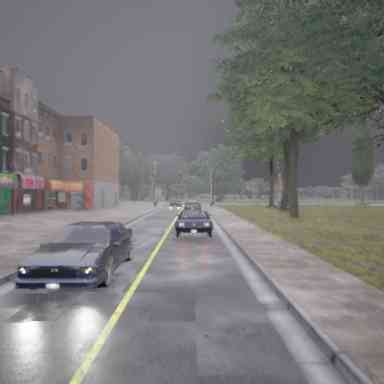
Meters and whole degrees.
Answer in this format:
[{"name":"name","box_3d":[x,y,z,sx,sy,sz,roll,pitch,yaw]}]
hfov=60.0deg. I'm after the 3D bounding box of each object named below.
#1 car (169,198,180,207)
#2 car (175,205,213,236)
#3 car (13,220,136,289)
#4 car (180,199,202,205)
[{"name":"car","box_3d":[-2.773,1.784,56.118,2.033,1.411,5.357,0,-1,0]},{"name":"car","box_3d":[0.092,1.612,18.300,1.895,1.301,4.718,0,0,0]},{"name":"car","box_3d":[-2.854,1.548,9.487,2.033,1.411,5.357,0,0,0]},{"name":"car","box_3d":[0.085,1.578,37.250,2.128,1.511,4.902,0,0,0]}]
